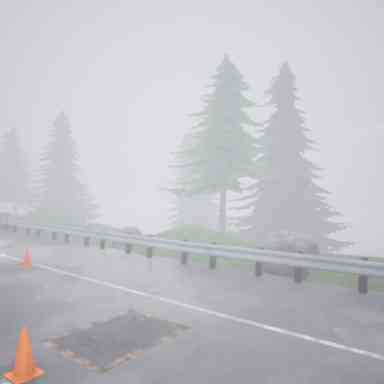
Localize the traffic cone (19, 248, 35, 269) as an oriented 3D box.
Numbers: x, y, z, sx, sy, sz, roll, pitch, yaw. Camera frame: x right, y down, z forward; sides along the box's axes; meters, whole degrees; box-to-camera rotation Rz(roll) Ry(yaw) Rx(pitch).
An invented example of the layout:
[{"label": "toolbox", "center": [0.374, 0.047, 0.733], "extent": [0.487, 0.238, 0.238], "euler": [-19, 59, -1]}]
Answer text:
[{"label": "traffic cone", "center": [-5.023, 1.992, 10.141], "extent": [0.340, 0.580, 0.340], "euler": [0, 0, 37]}]

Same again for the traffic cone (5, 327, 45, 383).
[{"label": "traffic cone", "center": [-2.068, 1.972, 4.119], "extent": [0.340, 0.580, 0.340], "euler": [0, 0, 37]}]
